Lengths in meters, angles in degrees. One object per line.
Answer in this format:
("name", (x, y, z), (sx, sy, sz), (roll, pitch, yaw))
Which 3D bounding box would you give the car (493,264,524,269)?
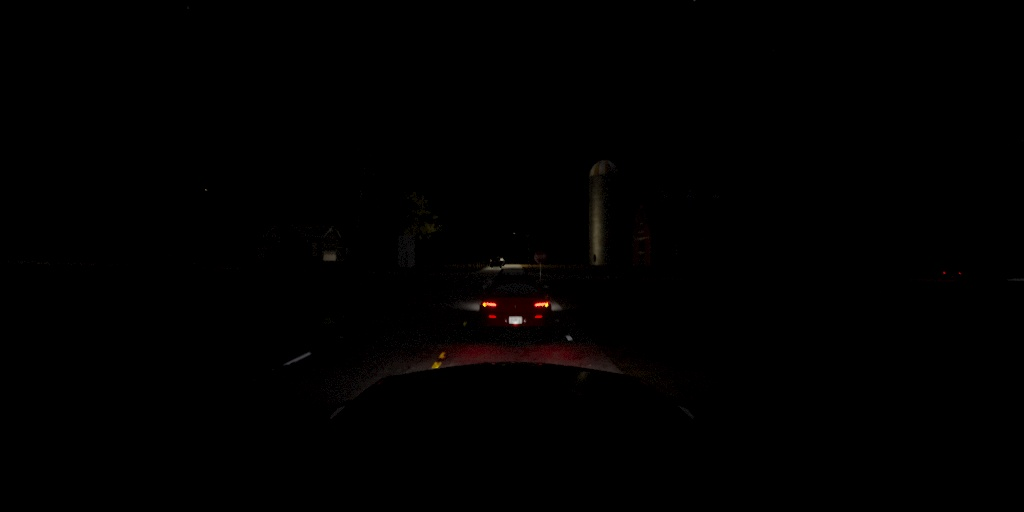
("car", (0.081, 1.321, 20.276), (1.895, 1.301, 4.718), (0, 0, 1))

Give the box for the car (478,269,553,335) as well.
("car", (0.096, 1.255, 10.272), (1.812, 1.442, 4.674), (0, 0, 0))

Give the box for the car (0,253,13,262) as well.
("car", (-51.804, -0.082, 34.499), (5.357, 1.411, 2.033), (2, 0, 0))

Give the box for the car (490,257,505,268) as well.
("car", (-2.757, 1.307, 61.968), (1.882, 1.535, 5.008), (0, -1, 0))

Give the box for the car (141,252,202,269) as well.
("car", (-32.644, 0.415, 34.445), (4.892, 1.490, 1.837), (2, 0, 0))

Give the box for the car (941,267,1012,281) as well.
("car", (44.847, 1.702, 34.660), (4.718, 1.301, 1.895), (0, 0, 0))
